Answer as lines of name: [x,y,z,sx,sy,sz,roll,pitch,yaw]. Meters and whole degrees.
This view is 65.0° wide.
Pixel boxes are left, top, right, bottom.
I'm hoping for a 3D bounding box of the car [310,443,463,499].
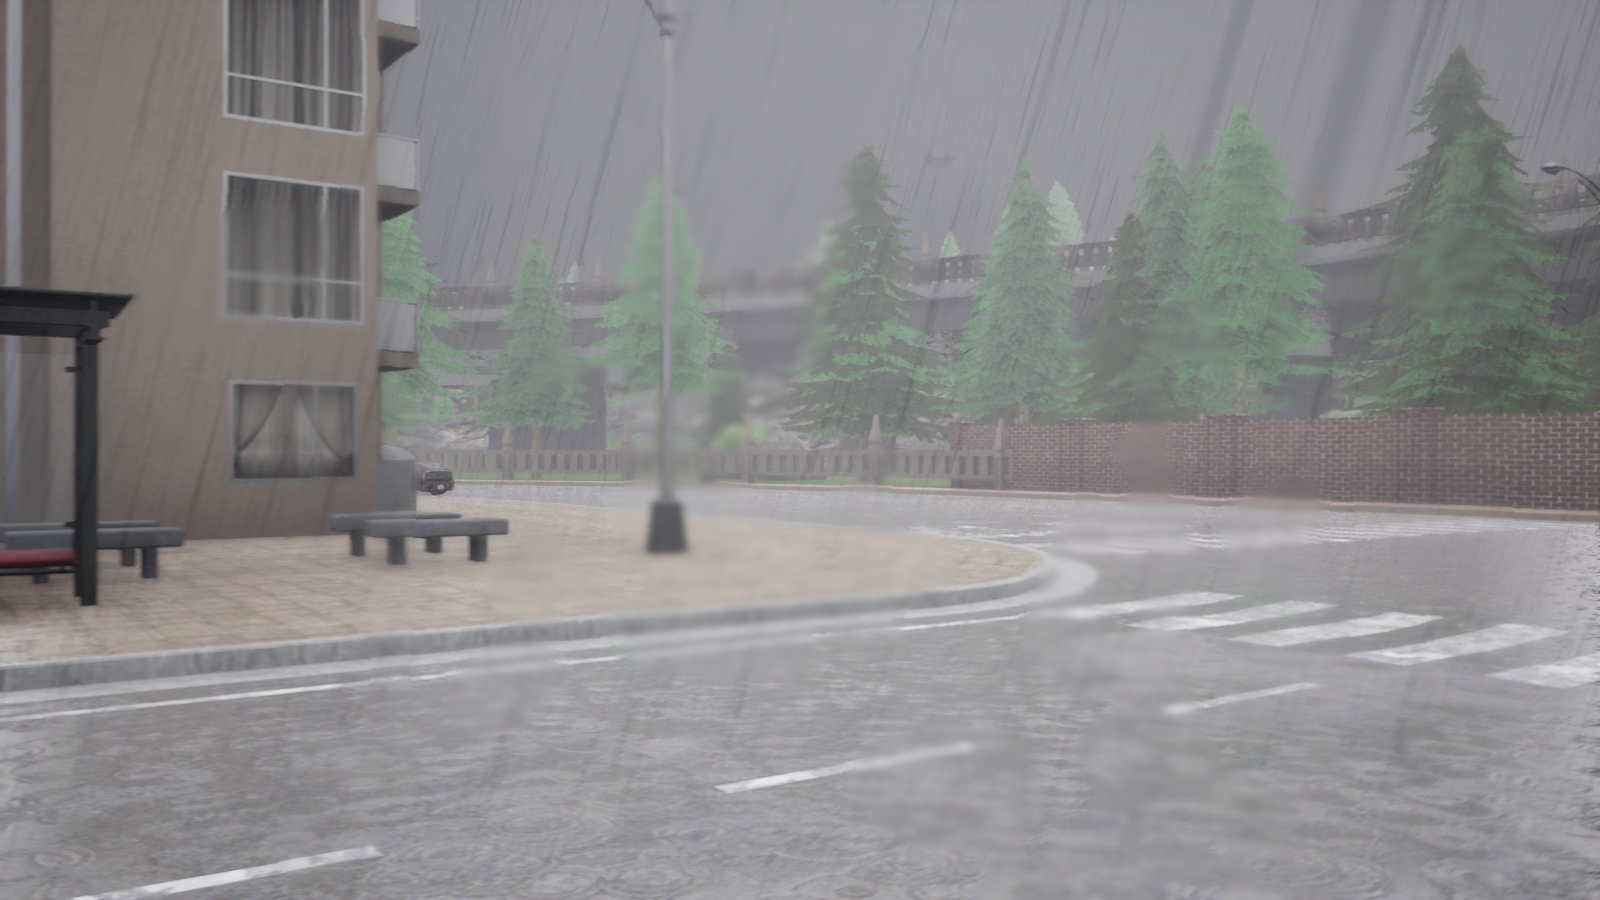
car: [-13.629,0.678,41.394,4.553,1.767,2.097,0,0,23]
